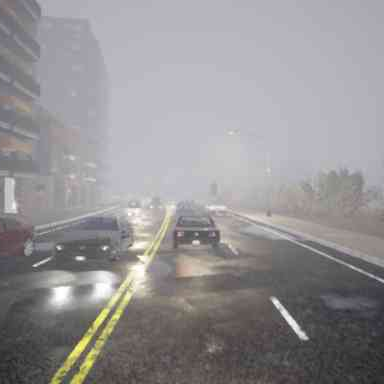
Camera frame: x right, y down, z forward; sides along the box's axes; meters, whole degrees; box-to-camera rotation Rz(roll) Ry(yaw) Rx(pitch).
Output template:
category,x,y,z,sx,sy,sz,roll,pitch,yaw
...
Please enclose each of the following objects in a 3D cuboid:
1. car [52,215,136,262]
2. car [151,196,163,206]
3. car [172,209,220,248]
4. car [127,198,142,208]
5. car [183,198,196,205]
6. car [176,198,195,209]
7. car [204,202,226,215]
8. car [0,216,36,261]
category,x,y,z,sx,sy,sz,roll,pitch,yaw
car,-3.302,1.569,12.408,2.033,1.411,5.357,0,0,-1
car,-6.242,1.496,58.994,2.097,1.767,4.553,0,0,-6
car,0.115,1.658,15.006,1.895,1.301,4.718,0,0,-1
car,-8.675,1.597,50.645,2.128,1.511,4.902,0,0,-5
car,-0.524,1.802,66.272,1.895,1.301,4.718,0,0,-7
car,-0.784,1.669,36.066,2.033,1.411,5.357,0,0,-4
car,2.451,1.747,36.150,1.895,1.301,4.718,0,0,-4
car,-6.527,1.465,9.978,1.882,1.535,5.008,0,0,-1
